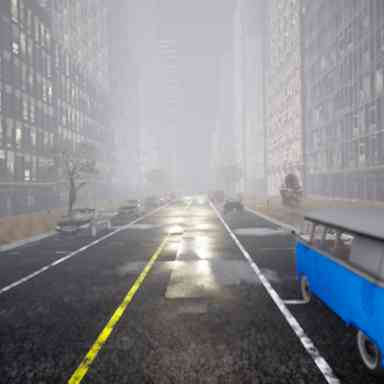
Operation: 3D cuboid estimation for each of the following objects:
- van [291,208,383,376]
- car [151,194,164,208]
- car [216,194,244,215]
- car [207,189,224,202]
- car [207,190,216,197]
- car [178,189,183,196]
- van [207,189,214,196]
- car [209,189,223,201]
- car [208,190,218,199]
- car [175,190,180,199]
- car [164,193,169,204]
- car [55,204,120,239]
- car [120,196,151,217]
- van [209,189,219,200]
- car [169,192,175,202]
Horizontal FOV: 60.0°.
[{"bbox_3d":[2.808,1.209,5.102,1.690,1.788,3.998,-2,1,1],"label":"van"},{"bbox_3d":[-4.777,1.169,39.390,1.802,1.307,4.206,-2,1,1],"label":"car"},{"bbox_3d":[3.337,1.108,27.831,2.008,1.369,4.403,-2,1,1],"label":"car"},{"bbox_3d":[3.852,0.561,50.555,2.192,1.841,5.009,-2,1,1],"label":"car"},{"bbox_3d":[4.508,0.294,78.965,1.967,1.590,4.097,-2,1,1],"label":"car"},{"bbox_3d":[-3.864,0.590,79.161,2.008,1.369,4.403,-2,1,1],"label":"car"},{"bbox_3d":[4.636,0.116,84.644,1.690,1.788,3.998,-2,1,1],"label":"van"},{"bbox_3d":[3.982,0.483,56.237,2.192,1.841,5.009,-2,1,1],"label":"car"},{"bbox_3d":[4.248,0.451,67.601,1.967,1.590,4.097,-2,1,1],"label":"car"},{"bbox_3d":[-4.125,0.762,67.798,1.947,1.339,4.313,-2,1,1],"label":"car"},{"bbox_3d":[-4.651,0.949,45.070,1.967,1.590,4.097,-2,1,1],"label":"car"},{"bbox_3d":[-5.301,1.449,16.663,2.008,1.369,4.403,-2,1,1],"label":"car"},{"bbox_3d":[-5.039,1.293,28.026,2.008,1.369,4.403,-2,1,1],"label":"car"},{"bbox_3d":[4.114,0.431,61.918,1.690,1.788,3.998,-2,1,1],"label":"van"},{"bbox_3d":[-4.391,0.881,56.264,1.752,1.417,4.829,-2,1,1],"label":"car"}]
